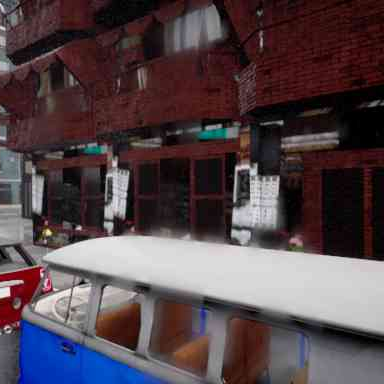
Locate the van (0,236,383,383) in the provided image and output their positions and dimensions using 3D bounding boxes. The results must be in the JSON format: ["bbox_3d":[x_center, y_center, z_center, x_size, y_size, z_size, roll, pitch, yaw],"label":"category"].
[{"bbox_3d":[0.266,1.341,2.543,3.998,1.788,1.690,0,-1,35],"label":"van"}]
